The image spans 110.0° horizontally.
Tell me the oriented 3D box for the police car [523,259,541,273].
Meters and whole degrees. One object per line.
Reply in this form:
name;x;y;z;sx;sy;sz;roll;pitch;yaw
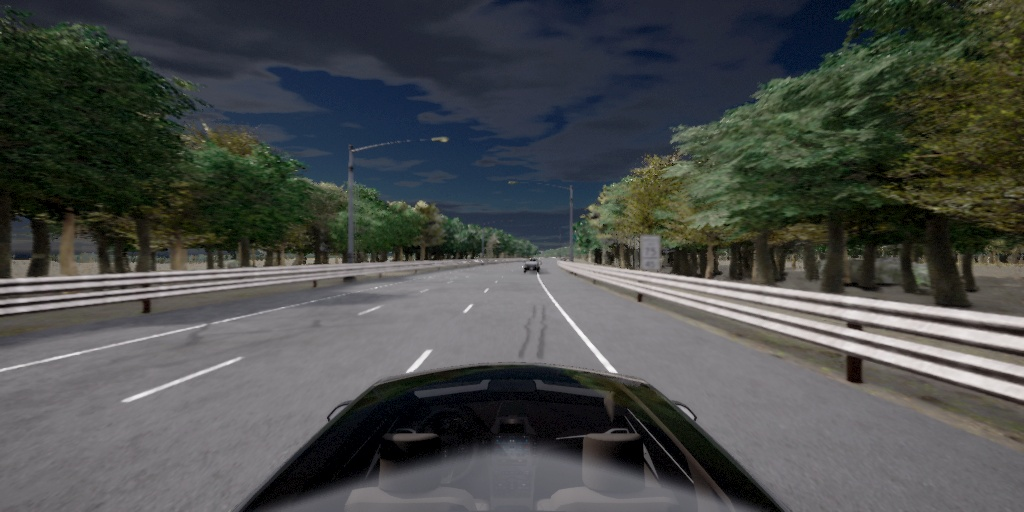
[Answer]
police car;2.428;1.264;44.390;1.930;1.638;5.238;0;0;4
